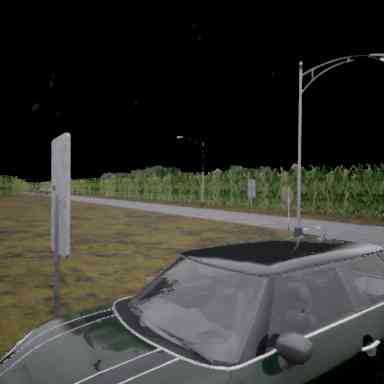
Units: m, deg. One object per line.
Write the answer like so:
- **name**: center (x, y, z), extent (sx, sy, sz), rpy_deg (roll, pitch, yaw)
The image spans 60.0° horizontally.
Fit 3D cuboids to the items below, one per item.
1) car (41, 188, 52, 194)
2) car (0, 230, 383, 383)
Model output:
- **car**: center (-35.809, -0.103, 84.164), extent (2.128, 1.511, 4.902), rpy_deg (0, 1, -35)
- **car**: center (0.474, 1.349, 3.276), extent (4.553, 1.767, 2.097), rpy_deg (0, 0, -35)
